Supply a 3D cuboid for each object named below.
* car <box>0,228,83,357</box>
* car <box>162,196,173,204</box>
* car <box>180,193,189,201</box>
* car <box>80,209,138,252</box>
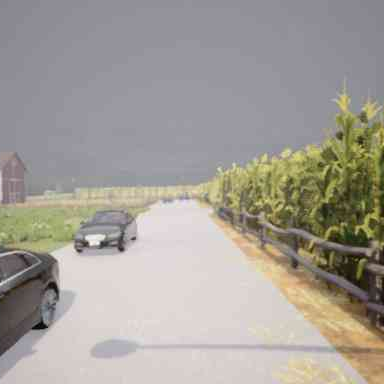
[{"bbox_3d":[-3.264,1.554,4.175,2.128,1.511,4.902,-1,0,-1],"label":"car"},{"bbox_3d":[-4.515,1.446,62.710,2.033,1.411,5.357,-1,0,-1],"label":"car"},{"bbox_3d":[-1.668,1.087,73.973,2.097,1.767,4.553,-1,0,-1],"label":"car"},{"bbox_3d":[-3.478,1.526,14.153,2.128,1.511,4.902,-1,0,-1],"label":"car"}]
